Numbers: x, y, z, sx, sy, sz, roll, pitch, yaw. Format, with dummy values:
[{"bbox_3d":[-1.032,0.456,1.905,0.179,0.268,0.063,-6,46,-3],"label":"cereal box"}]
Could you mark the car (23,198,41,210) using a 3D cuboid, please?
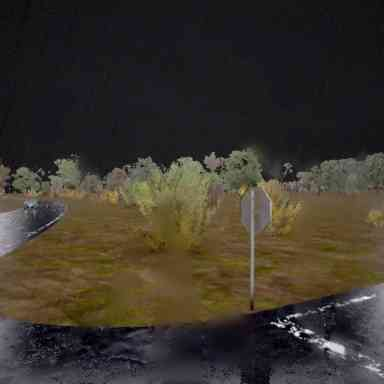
[{"bbox_3d":[-22.379,1.629,46.691,2.128,1.511,4.902,0,0,-19],"label":"car"}]
